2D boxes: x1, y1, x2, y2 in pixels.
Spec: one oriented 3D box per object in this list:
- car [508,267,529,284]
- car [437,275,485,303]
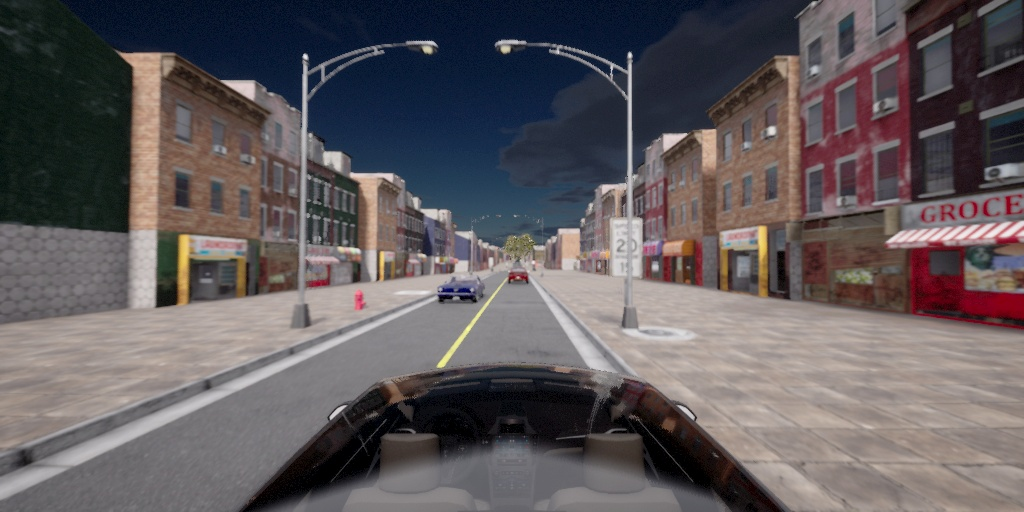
[{"bbox_3d":[0.617,1.806,34.360,1.882,1.535,5.008,0,-1,2],"label":"car"},{"bbox_3d":[-2.486,1.636,18.361,1.895,1.301,4.718,0,-1,1],"label":"car"}]
